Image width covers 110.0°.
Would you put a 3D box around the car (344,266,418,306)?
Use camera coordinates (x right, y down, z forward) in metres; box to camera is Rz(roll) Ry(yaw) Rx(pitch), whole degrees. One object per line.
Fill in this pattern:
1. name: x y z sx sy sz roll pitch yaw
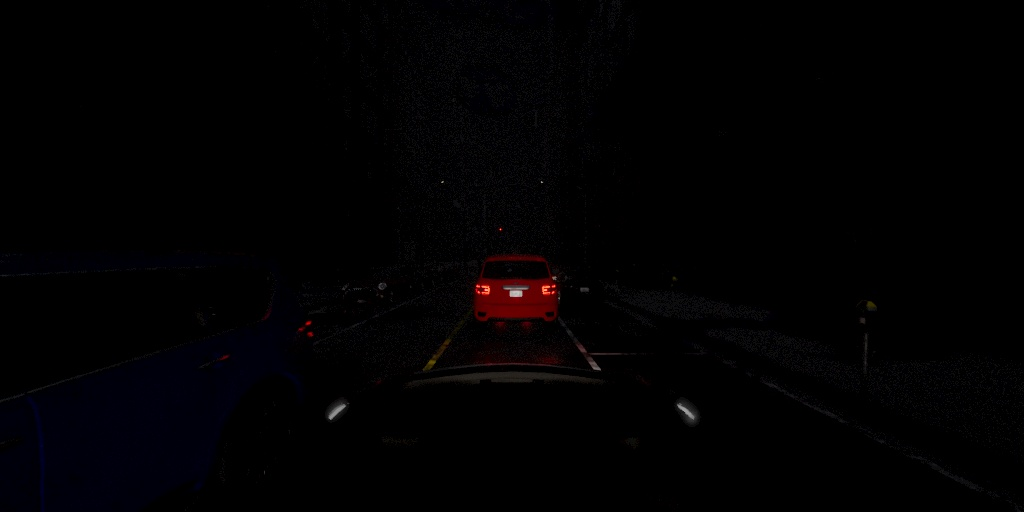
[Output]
1. car: -5.763 1.188 15.663 1.967 1.591 4.097 0 0 0

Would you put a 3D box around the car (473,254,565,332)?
1. car: 0.103 0.970 11.023 2.150 2.045 5.566 0 0 0

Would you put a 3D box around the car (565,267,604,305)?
1. car: 2.763 1.314 15.662 1.948 1.339 4.313 0 0 0

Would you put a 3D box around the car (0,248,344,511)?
1. car: -3.102 0.971 1.475 2.150 2.045 5.566 0 0 0

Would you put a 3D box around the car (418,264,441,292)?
1. car: -5.762 1.315 21.169 1.948 1.339 4.313 0 0 0

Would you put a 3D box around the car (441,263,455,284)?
1. car: -5.761 1.300 26.674 2.007 1.370 4.403 0 0 0

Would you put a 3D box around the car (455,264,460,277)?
1. car: -5.760 1.295 32.179 1.888 1.381 4.507 0 0 0
